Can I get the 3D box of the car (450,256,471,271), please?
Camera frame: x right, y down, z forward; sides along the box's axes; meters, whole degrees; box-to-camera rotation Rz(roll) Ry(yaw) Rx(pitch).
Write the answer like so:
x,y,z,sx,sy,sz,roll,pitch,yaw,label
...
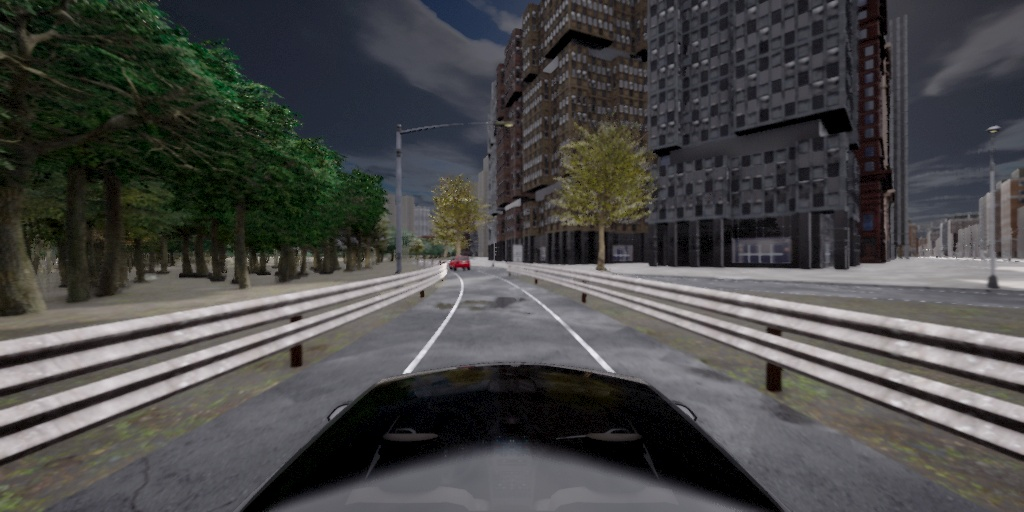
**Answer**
x,y,z,sx,sy,sz,roll,pitch,yaw,label
-7.263,0.985,50.200,2.150,2.045,5.566,0,0,-18,car
